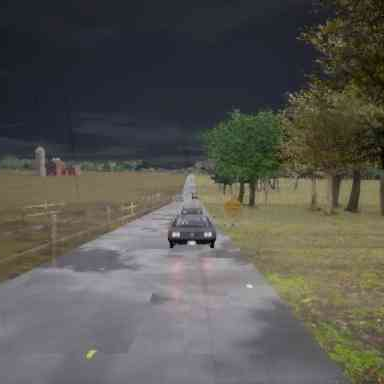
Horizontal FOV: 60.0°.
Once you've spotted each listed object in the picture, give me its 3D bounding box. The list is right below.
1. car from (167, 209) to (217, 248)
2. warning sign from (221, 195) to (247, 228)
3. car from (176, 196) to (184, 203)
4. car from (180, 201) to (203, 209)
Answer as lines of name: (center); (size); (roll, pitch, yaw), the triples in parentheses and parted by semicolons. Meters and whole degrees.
car: (0.001, 1.635, 14.704); (1.895, 1.301, 4.718); (0, 0, 0)
warning sign: (2.503, 1.152, 20.079); (1.300, 1.860, 1.060); (3, 3, 0)
car: (-2.749, 1.741, 76.847); (2.128, 1.511, 4.902); (0, 0, 0)
car: (0.001, 1.701, 29.729); (1.895, 1.301, 4.718); (0, 0, 0)
